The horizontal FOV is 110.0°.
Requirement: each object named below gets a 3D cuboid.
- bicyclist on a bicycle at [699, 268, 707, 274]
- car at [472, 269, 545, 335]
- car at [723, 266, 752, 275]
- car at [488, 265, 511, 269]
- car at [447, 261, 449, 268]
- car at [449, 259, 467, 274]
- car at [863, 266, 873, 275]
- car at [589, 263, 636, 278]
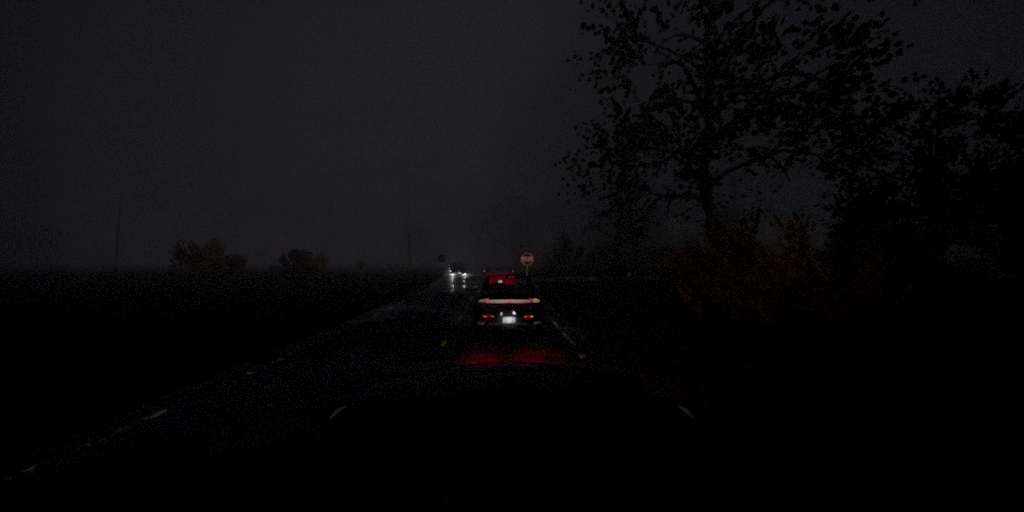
[{"bbox_3d":[17.181,1.401,32.036,0.582,1.620,1.656,0,-1,-11],"label":"bicyclist on a bicycle"},{"bbox_3d":[-0.151,1.291,10.764,2.128,1.511,4.902,0,0,-2],"label":"car"},{"bbox_3d":[25.509,1.511,40.069,4.902,1.511,2.128,0,0,-11],"label":"car"},{"bbox_3d":[-0.849,1.349,23.592,1.882,1.535,5.008,0,0,-4],"label":"car"},{"bbox_3d":[-9.353,1.554,59.841,2.128,1.511,4.902,0,0,-11],"label":"car"},{"bbox_3d":[-6.997,1.498,46.989,1.837,1.490,4.892,0,0,-9],"label":"car"},{"bbox_3d":[40.087,1.256,39.638,5.566,2.045,2.150,0,0,-10],"label":"car"},{"bbox_3d":[10.391,1.478,37.212,4.892,1.490,1.837,-1,0,-11],"label":"car"}]
